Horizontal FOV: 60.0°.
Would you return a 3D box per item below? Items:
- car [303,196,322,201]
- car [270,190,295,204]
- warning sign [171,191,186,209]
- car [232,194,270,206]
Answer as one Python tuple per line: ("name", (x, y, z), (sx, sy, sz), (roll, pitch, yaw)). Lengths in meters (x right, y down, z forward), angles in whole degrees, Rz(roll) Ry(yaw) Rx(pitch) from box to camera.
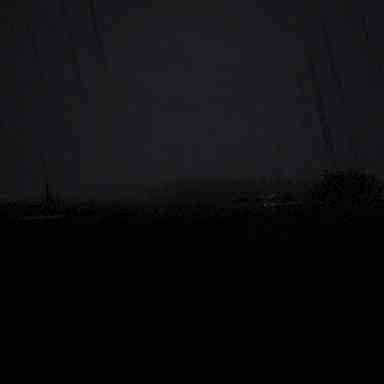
("car", (19.339, 0.882, 52.179), (4.674, 1.442, 1.812), (-1, -1, -35))
("car", (13.520, 0.694, 51.462), (5.566, 2.045, 2.150), (-1, -1, -35))
("warning sign", (-1.420, 0.845, 34.623), (1.060, 1.860, 1.300), (0, -1, -35))
("car", (7.564, 1.053, 43.904), (5.008, 1.535, 1.882), (-1, 0, -35))
